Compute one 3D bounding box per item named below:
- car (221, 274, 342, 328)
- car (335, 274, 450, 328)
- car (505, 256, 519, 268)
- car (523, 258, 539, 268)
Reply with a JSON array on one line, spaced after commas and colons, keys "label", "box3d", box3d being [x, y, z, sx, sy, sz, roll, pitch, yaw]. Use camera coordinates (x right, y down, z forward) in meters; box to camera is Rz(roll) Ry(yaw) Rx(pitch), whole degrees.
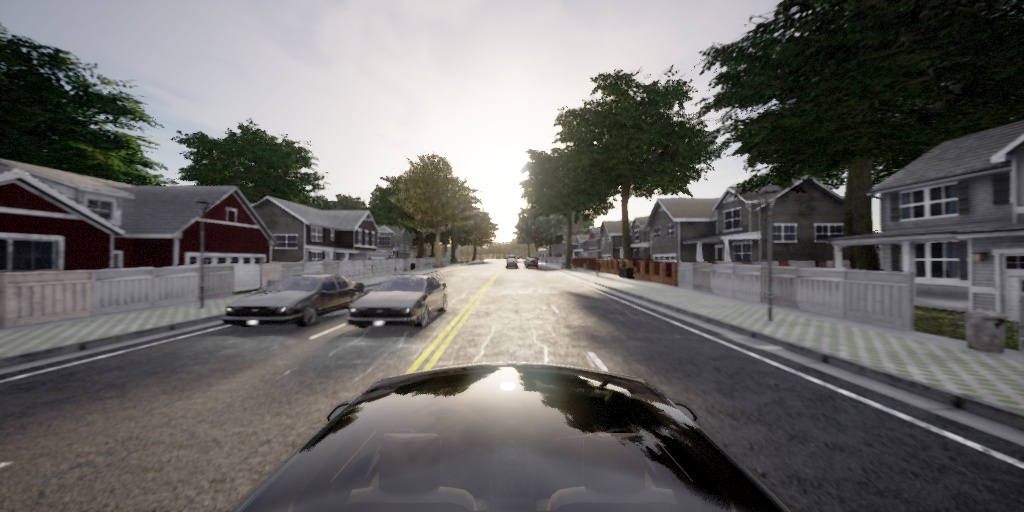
[{"label": "car", "box3d": [-6.560, 1.298, 11.724, 2.033, 1.411, 5.357, 0, 0, 0]}, {"label": "car", "box3d": [-3.303, 1.298, 11.615, 2.033, 1.411, 5.357, 0, 0, 1]}, {"label": "car", "box3d": [-0.013, 1.198, 57.791, 1.812, 1.442, 4.674, 0, 0, 0]}, {"label": "car", "box3d": [3.237, 1.177, 57.791, 1.837, 1.490, 4.892, 0, 0, 0]}]
